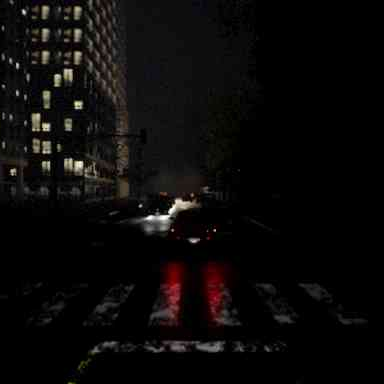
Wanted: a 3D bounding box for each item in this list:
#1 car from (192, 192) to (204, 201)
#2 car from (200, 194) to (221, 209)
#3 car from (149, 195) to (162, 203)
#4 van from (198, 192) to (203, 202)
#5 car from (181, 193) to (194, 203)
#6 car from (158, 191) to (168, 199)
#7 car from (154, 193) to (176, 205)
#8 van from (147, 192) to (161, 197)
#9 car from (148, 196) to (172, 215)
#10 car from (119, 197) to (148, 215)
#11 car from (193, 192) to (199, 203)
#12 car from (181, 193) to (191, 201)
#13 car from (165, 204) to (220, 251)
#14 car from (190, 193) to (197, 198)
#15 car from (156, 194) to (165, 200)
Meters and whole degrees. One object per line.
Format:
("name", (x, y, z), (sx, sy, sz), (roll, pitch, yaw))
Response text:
("car", (1.259, 0.897, 69.869), (2.192, 1.841, 5.009), (0, 0, -2))
("car", (2.193, 1.312, 36.779), (1.752, 1.417, 4.829), (0, 0, -1))
("car", (-6.384, 1.200, 58.462), (1.887, 1.381, 4.507), (0, 0, -2))
("van", (2.079, 1.096, 42.152), (1.690, 1.788, 3.998), (0, 0, -1))
("car", (-0.891, 1.119, 60.488), (1.882, 1.535, 5.008), (0, 1, -2))
("car", (-7.445, 0.791, 86.180), (2.192, 1.841, 5.009), (0, 0, -3))
("car", (-3.323, 1.265, 41.424), (1.837, 1.490, 4.892), (0, 0, -1))
("van", (-6.221, 1.031, 52.916), (1.690, 1.788, 3.998), (0, 0, -2))
("car", (-3.150, 1.384, 31.388), (1.994, 1.385, 4.181), (0, 0, -3))
("car", (-5.579, 1.375, 30.742), (2.008, 1.369, 4.403), (0, 0, -1))
("car", (1.630, 1.176, 58.950), (1.752, 1.417, 4.829), (0, 0, -2))
("car", (-1.390, 1.093, 72.058), (2.128, 1.511, 4.902), (0, 0, -2))
("car", (0.045, 1.441, 13.516), (1.812, 1.442, 4.674), (0, 0, 0))
("car", (0.305, 0.960, 92.210), (1.752, 1.417, 4.829), (0, 0, -3))
("car", (-6.973, 1.131, 75.097), (1.802, 1.307, 4.206), (0, 0, -2))
